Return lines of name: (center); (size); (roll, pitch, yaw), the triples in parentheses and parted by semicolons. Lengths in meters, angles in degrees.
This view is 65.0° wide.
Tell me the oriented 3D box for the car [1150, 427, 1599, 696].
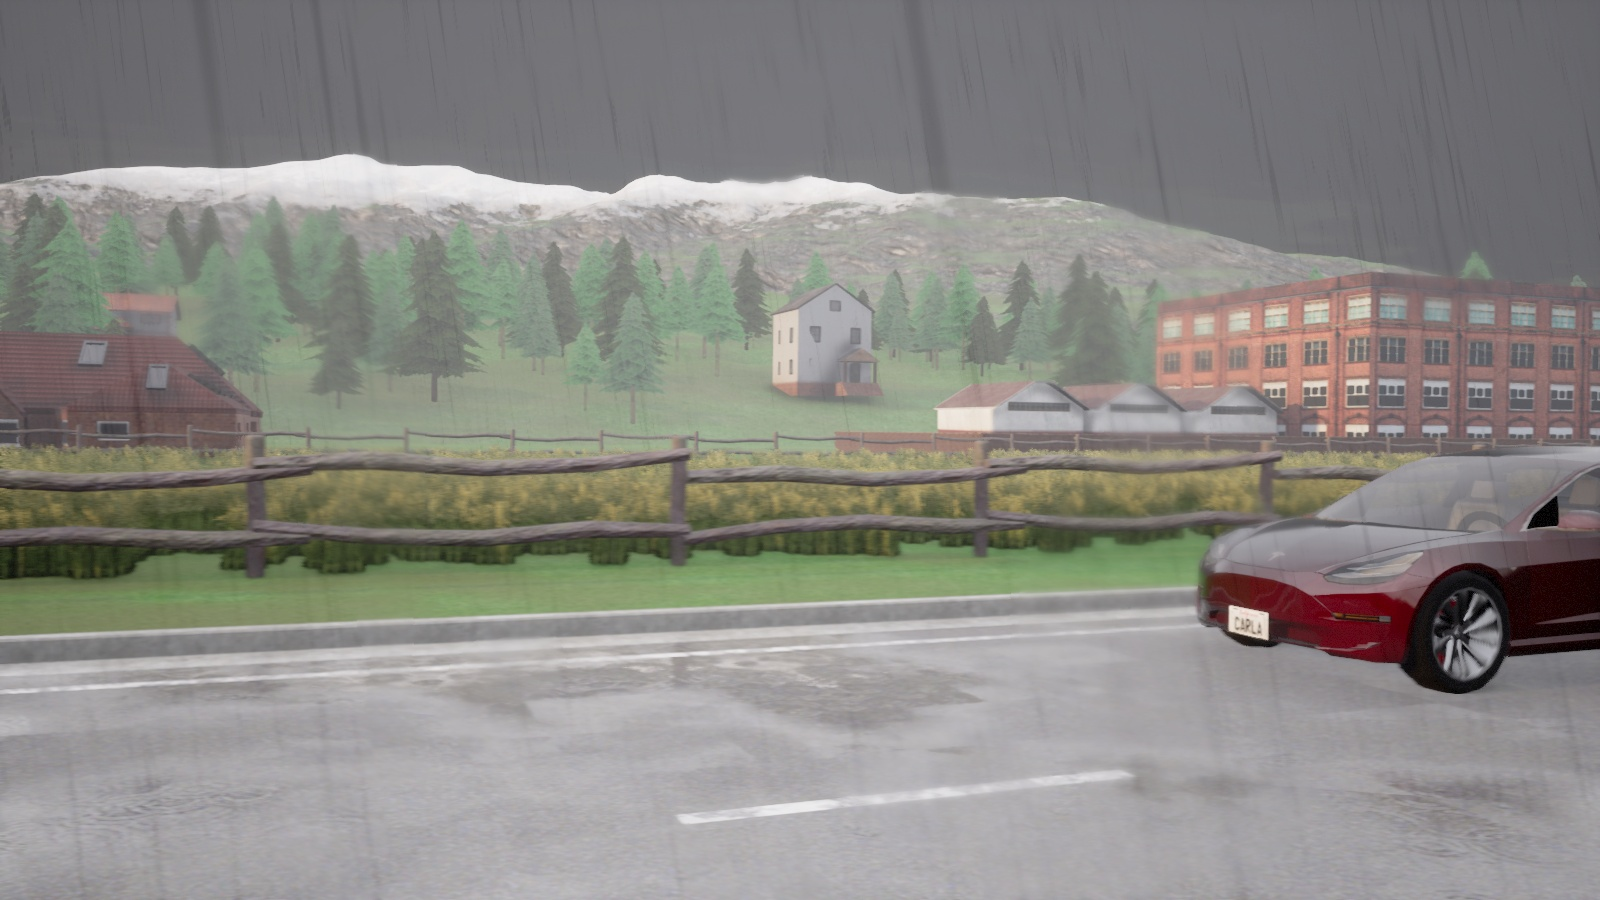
car: (5.167, 0.596, 8.944); (4.792, 1.488, 2.163); (-1, 1, -21)
